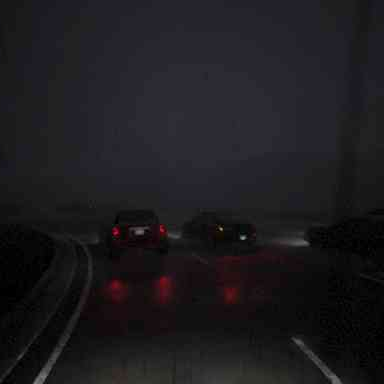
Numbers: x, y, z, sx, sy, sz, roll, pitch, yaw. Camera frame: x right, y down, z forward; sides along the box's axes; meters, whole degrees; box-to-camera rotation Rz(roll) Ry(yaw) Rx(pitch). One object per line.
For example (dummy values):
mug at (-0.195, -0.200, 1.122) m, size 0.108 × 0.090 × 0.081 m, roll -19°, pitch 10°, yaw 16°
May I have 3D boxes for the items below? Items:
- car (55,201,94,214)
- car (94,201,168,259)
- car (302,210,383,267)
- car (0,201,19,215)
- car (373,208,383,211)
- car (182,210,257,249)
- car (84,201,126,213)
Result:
car at (-12.480, 1.676, 36.478) m, size 5.357 × 1.411 × 2.033 m, roll -1°, pitch 0°, yaw 27°
car at (-2.495, 1.376, 13.169) m, size 2.097 × 1.767 × 4.553 m, roll -1°, pitch 0°, yaw -20°
car at (5.971, 1.477, 11.137) m, size 2.033 × 1.411 × 5.357 m, roll -1°, pitch 0°, yaw -16°
car at (-21.257, 1.719, 36.495) m, size 4.902 × 1.511 × 2.128 m, roll -1°, pitch 0°, yaw 24°
car at (8.469, 1.407, 14.187) m, size 1.837 × 1.490 × 4.892 m, roll 1°, pitch 0°, yaw -17°
car at (1.053, 1.510, 14.436) m, size 1.812 × 1.442 × 4.674 m, roll 0°, pitch 0°, yaw -21°
car at (-10.212, 1.704, 38.930) m, size 4.718 × 1.301 × 1.895 m, roll -1°, pitch 0°, yaw 31°
